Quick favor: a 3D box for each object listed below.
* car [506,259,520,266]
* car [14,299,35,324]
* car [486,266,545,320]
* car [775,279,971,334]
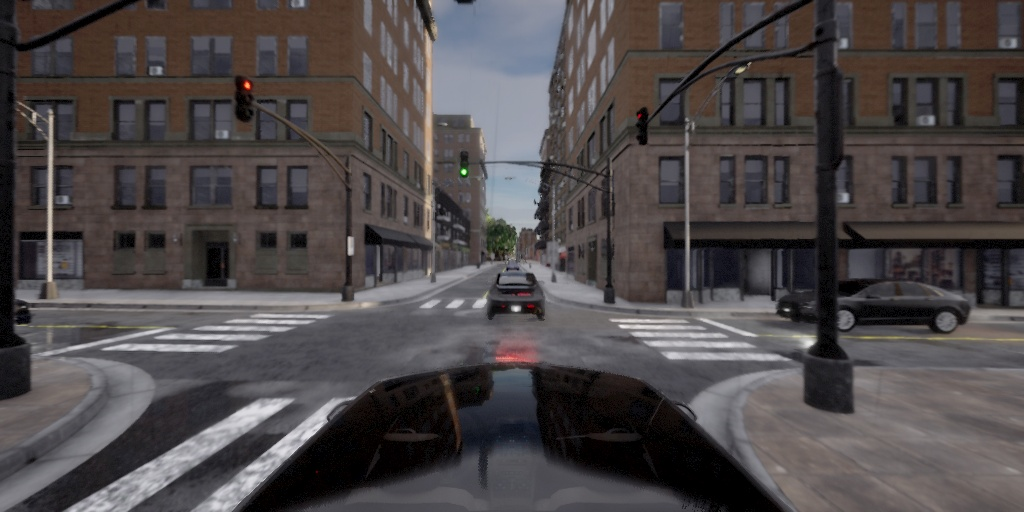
[{"bbox_3d":[0.107,1.511,52.966,1.994,1.385,4.181,0,0,0],"label":"car"},{"bbox_3d":[-14.540,1.142,8.118,5.357,1.411,2.033,1,0,0],"label":"car"},{"bbox_3d":[0.130,1.299,13.013,1.837,1.490,4.892,1,0,0],"label":"car"},{"bbox_3d":[10.953,1.463,11.090,4.892,1.490,1.837,1,0,1],"label":"car"}]
